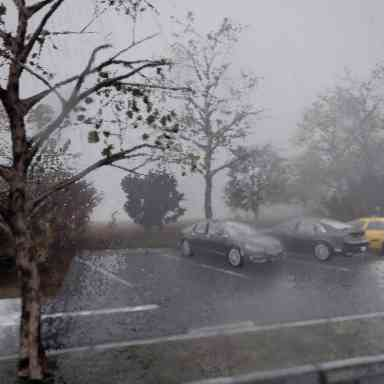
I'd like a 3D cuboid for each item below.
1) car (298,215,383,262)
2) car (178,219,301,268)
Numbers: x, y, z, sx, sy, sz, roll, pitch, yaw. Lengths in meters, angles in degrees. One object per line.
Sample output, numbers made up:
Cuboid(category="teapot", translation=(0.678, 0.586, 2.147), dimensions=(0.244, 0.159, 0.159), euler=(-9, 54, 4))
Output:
Cuboid(category="car", translation=(4.587, 1.800, 13.556), dimensions=(2.231, 1.521, 4.892), euler=(0, -2, -35))
Cuboid(category="car", translation=(1.299, 1.816, 12.711), dimensions=(2.231, 1.521, 4.892), euler=(1, -3, -35))
